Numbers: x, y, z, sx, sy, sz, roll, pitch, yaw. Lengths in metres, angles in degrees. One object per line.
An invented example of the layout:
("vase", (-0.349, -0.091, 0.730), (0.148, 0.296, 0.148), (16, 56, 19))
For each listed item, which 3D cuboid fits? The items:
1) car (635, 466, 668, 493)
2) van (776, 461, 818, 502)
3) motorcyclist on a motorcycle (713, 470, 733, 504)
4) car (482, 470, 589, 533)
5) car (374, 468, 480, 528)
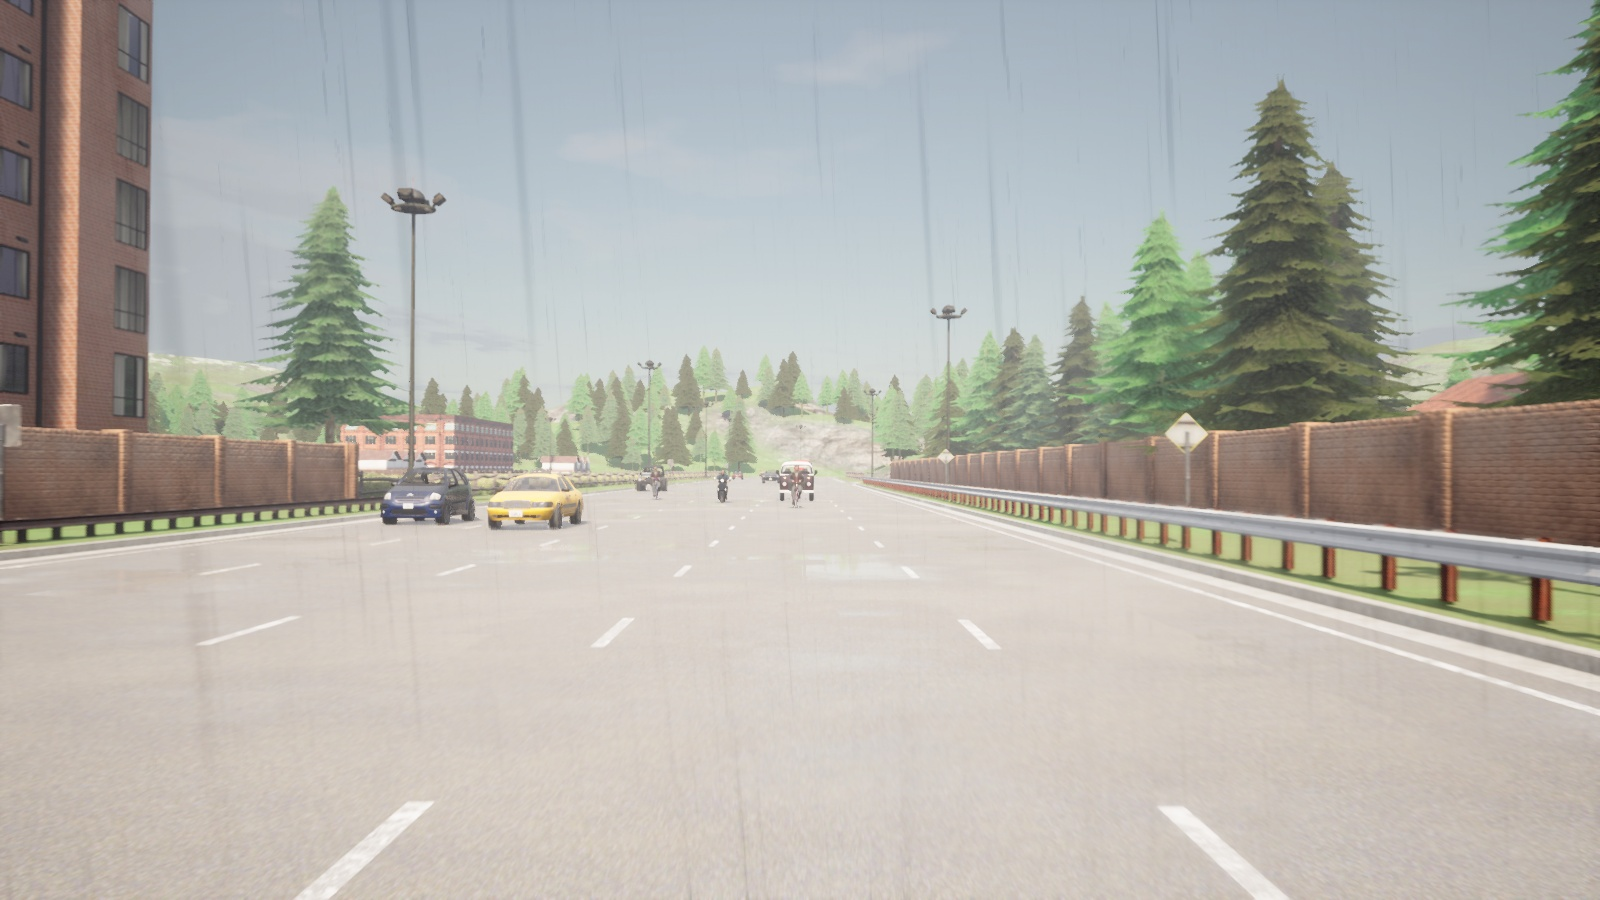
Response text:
("car", (-10.688, 2.131, 90.758), (1.905, 1.878, 3.866), (0, -1, 0))
("van", (-0.157, 1.595, 64.716), (2.069, 2.038, 4.480), (0, -1, 0))
("motorcyclist on a motorcycle", (-3.644, 1.752, 59.486), (0.866, 1.590, 1.817), (0, -1, 0))
("car", (-7.082, 1.338, 34.161), (1.801, 1.575, 5.366), (0, -1, 0))
("car", (-10.587, 1.341, 35.962), (1.851, 1.617, 3.988), (0, -1, 0))
